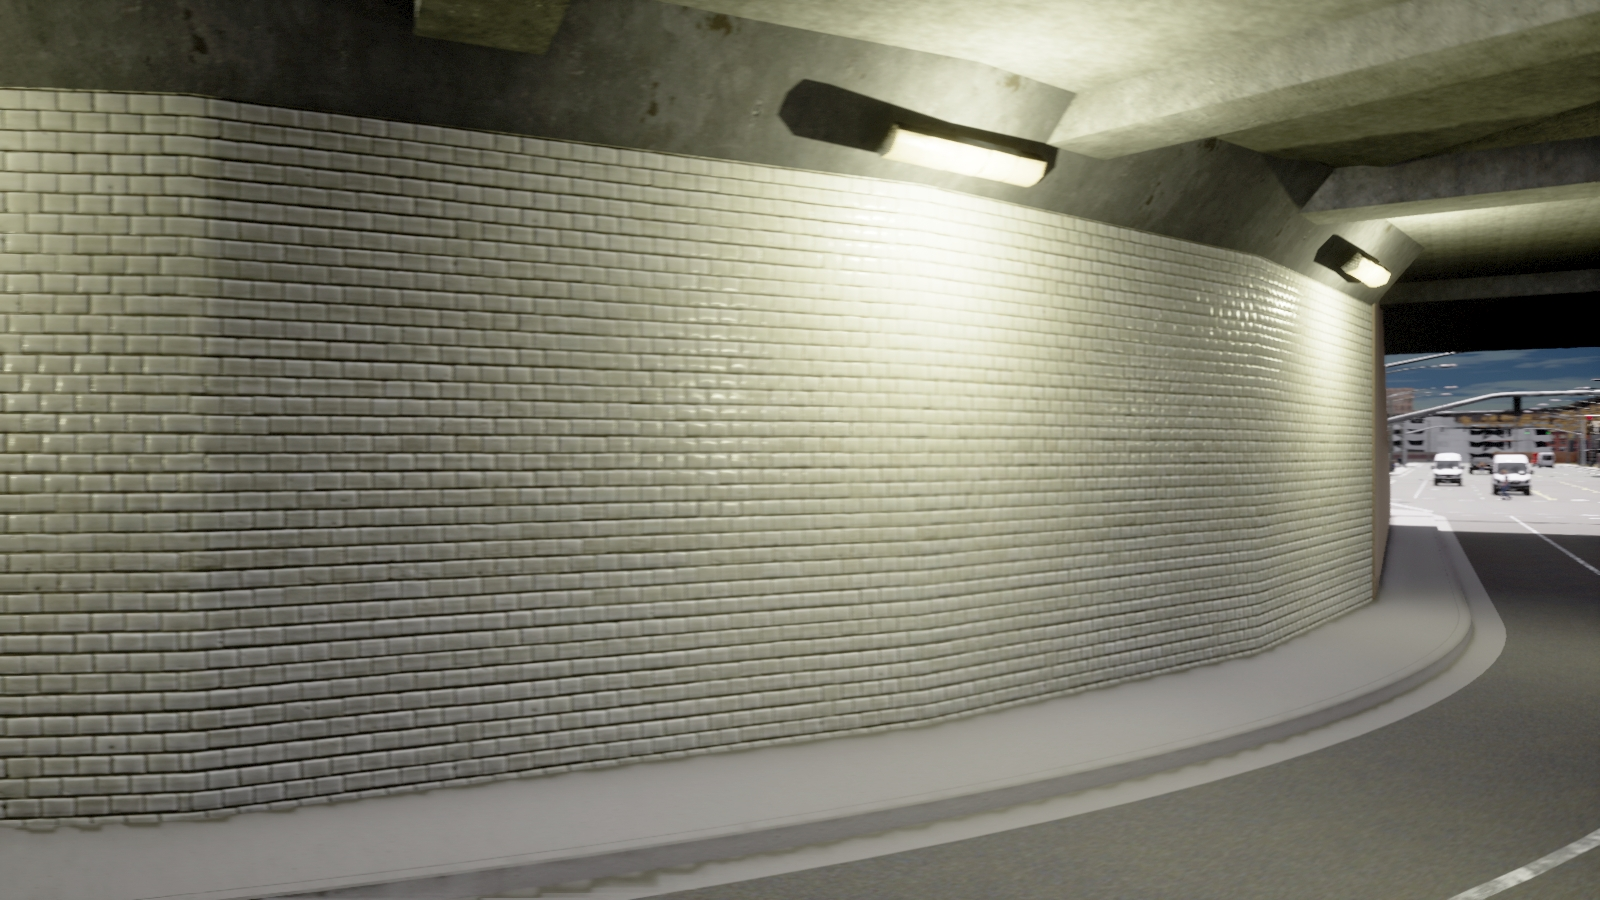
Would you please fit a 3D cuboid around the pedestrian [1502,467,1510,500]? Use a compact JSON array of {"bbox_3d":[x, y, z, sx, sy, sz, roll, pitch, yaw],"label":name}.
[{"bbox_3d":[40.290,1.926,65.169,0.375,1.860,0.375,0,0,29],"label":"pedestrian"}]
